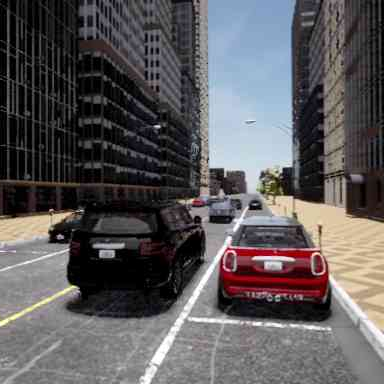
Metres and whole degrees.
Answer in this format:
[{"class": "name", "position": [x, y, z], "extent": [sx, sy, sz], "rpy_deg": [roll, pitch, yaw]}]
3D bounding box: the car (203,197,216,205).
[{"class": "car", "position": [3.223, 1.649, 61.543], "extent": [1.802, 1.307, 4.206], "rpy_deg": [0, 0, 11]}]

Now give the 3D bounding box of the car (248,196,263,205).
[{"class": "car", "position": [8.213, 1.588, 43.174], "extent": [1.947, 1.339, 4.313], "rpy_deg": [0, 0, 11]}]

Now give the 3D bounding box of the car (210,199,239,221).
[{"class": "car", "position": [2.525, 1.578, 27.384], "extent": [2.033, 1.411, 5.357], "rpy_deg": [0, 0, 11]}]

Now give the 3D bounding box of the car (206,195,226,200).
[{"class": "car", "position": [3.381, 1.563, 48.215], "extent": [1.837, 1.490, 4.892], "rpy_deg": [0, 0, 11]}]

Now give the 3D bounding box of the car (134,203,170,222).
[{"class": "car", "position": [-3.249, 1.642, 28.006], "extent": [1.802, 1.307, 4.206], "rpy_deg": [0, 0, 11]}]

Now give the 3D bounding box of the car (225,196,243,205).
[{"class": "car", "position": [5.868, 1.562, 45.232], "extent": [1.812, 1.442, 4.674], "rpy_deg": [0, 0, 11]}]

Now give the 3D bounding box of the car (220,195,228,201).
[{"class": "car", "position": [8.616, 1.628, 89.488], "extent": [1.947, 1.339, 4.313], "rpy_deg": [0, 0, 11]}]

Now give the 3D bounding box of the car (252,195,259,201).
[{"class": "car", "position": [15.795, 1.546, 82.463], "extent": [1.752, 1.417, 4.829], "rpy_deg": [0, 0, 11]}]

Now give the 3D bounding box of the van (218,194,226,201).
[{"class": "van", "position": [7.537, 1.404, 83.899], "extent": [1.690, 1.788, 3.998], "rpy_deg": [0, 0, 11]}]

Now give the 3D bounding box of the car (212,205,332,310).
[{"class": "car", "position": [1.873, 1.358, 8.112], "extent": [2.097, 1.767, 4.553], "rpy_deg": [0, 0, 11]}]

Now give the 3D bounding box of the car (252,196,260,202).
[{"class": "car", "position": [14.684, 1.604, 76.707], "extent": [1.802, 1.307, 4.206], "rpy_deg": [0, 0, 11]}]

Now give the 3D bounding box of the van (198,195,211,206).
[{"class": "van", "position": [2.144, 1.408, 55.954], "extent": [1.690, 1.788, 3.998], "rpy_deg": [0, 0, 11]}]

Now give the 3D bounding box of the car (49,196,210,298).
[{"class": "car", "position": [-1.063, 1.242, 8.809], "extent": [2.150, 2.045, 5.566], "rpy_deg": [0, 0, 11]}]

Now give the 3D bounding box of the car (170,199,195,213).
[{"class": "car", "position": [-1.092, 1.615, 39.186], "extent": [2.008, 1.369, 4.403], "rpy_deg": [0, 0, 11]}]
